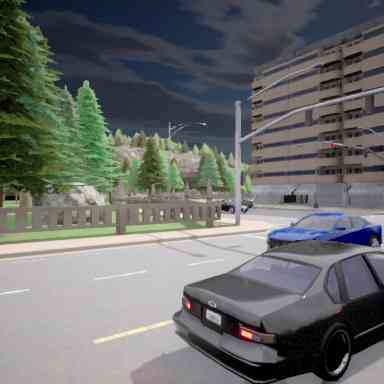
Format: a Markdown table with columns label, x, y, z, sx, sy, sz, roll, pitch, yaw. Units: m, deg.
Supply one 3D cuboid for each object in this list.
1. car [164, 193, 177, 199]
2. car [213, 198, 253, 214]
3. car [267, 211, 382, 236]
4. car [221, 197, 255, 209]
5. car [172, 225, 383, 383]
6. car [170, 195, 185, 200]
| label | x | y | z | sx | sy | sz | roll | pitch | yaw |
| --- | --- | --- | --- | --- | --- | --- | --- | --- | --- |
| car | -3.419 | 1.167 | 55.906 | 2.150 | 2.045 | 5.566 | 0 | 0 | -2 |
| car | 3.877 | 1.436 | 34.920 | 2.128 | 1.511 | 4.902 | 0 | 0 | -32 |
| car | 4.732 | 1.478 | 11.668 | 5.008 | 1.535 | 1.882 | 0 | 0 | -36 |
| car | 6.192 | 1.492 | 45.139 | 2.033 | 1.411 | 5.357 | 0 | 0 | -24 |
| car | 2.312 | 1.547 | 5.438 | 5.357 | 1.411 | 2.033 | 0 | 0 | -35 |
| car | -1.063 | 1.492 | 44.349 | 2.033 | 1.411 | 5.357 | 0 | 0 | -19 |
